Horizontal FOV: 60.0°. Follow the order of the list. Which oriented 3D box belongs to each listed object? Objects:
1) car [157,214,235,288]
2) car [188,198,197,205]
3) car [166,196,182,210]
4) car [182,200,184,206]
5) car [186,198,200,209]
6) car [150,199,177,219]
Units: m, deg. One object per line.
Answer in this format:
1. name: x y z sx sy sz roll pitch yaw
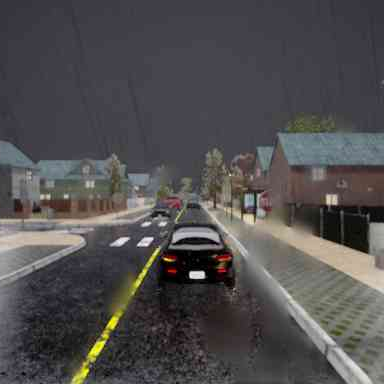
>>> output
1. car: 0.063 1.564 9.221 1.812 1.442 4.674 0 0 -1
2. car: 0.072 2.105 72.666 1.837 1.490 4.892 0 -1 0
3. car: -2.820 1.539 47.721 2.150 2.045 5.566 0 -1 -2
4. car: -2.706 2.037 65.329 1.812 1.442 4.674 0 -1 0
5. car: 0.142 1.912 50.823 1.994 1.385 4.181 0 -1 0
6. car: -2.824 1.720 31.896 2.033 1.411 5.357 0 0 0
